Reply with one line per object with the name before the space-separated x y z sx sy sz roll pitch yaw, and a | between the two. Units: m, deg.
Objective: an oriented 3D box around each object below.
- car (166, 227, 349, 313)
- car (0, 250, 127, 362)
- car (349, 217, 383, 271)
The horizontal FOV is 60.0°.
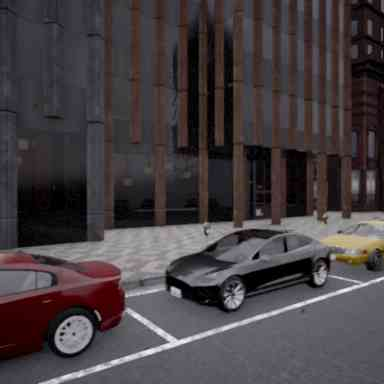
car | 1.466 1.564 7.694 4.313 1.339 1.947 0 0 -35
car | -3.123 1.545 4.421 4.507 1.381 1.887 0 0 -35
car | 5.917 1.523 10.867 4.829 1.417 1.752 0 0 -35
